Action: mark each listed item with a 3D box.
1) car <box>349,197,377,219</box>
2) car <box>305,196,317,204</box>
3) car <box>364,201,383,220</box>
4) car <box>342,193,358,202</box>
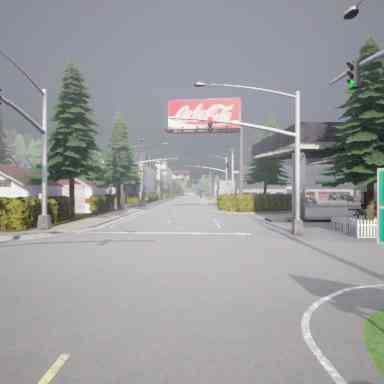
[{"bbox_3d":[14.376,1.505,24.936,3.866,1.878,1.905,0,0,0],"label":"car"},{"bbox_3d":[22.521,1.552,64.001,1.970,1.475,3.806,0,0,0],"label":"car"},{"bbox_3d":[18.704,1.672,30.605,4.611,1.667,2.242,0,0,0],"label":"car"},{"bbox_3d":[34.927,1.489,71.789,2.007,1.523,4.514,0,0,0],"label":"car"}]
